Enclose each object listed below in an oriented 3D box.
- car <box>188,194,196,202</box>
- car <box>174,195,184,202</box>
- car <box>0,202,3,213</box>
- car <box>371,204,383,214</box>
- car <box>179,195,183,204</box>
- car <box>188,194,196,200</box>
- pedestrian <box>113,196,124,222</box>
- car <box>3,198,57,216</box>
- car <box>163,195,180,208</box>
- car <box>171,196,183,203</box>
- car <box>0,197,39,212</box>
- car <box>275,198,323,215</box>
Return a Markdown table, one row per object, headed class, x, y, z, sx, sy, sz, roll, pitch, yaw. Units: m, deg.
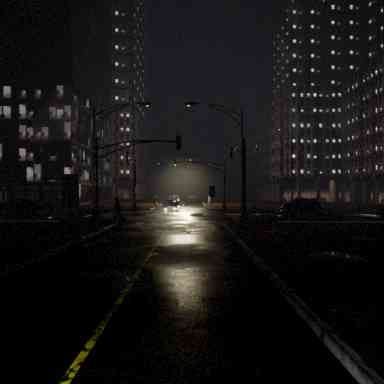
| class | x | y | z | sx | sy | sz | roll | pitch | yaw |
| --- | --- | --- | --- | --- | --- | --- | --- | --- | --- |
| car | -0.013 | 1.575 | 79.023 | 1.895 | 1.301 | 4.718 | 0 | 0 | 0 |
| car | -3.014 | 1.523 | 79.220 | 2.033 | 1.411 | 5.357 | 0 | 0 | 0 |
| car | -18.900 | 1.415 | 27.732 | 4.829 | 1.417 | 1.752 | 0 | -1 | -1 |
| car | 20.820 | 1.671 | 34.305 | 4.181 | 1.385 | 1.994 | 0 | 0 | -1 |
| car | -3.092 | 1.346 | 57.814 | 2.097 | 1.767 | 4.553 | 0 | 0 | 0 |
| car | -0.016 | 1.357 | 88.998 | 2.033 | 1.411 | 5.357 | 0 | 0 | 0 |
| pedestrian | -5.041 | 1.144 | 22.695 | 0.375 | 1.860 | 0.375 | 0 | 0 | 0 |
| car | -15.058 | 1.399 | 30.514 | 5.008 | 1.535 | 1.882 | 0 | 0 | -2 |
| car | -3.117 | 1.560 | 48.658 | 1.994 | 1.385 | 4.181 | 0 | 0 | -1 |
| car | -3.026 | 1.539 | 68.076 | 2.033 | 1.411 | 5.357 | 0 | 0 | 0 |
| car | -19.212 | 1.360 | 36.368 | 4.097 | 1.590 | 1.967 | 0 | -1 | -1 |
| car | 10.933 | 1.415 | 34.134 | 4.553 | 1.767 | 2.097 | 0 | 0 | -1 |
